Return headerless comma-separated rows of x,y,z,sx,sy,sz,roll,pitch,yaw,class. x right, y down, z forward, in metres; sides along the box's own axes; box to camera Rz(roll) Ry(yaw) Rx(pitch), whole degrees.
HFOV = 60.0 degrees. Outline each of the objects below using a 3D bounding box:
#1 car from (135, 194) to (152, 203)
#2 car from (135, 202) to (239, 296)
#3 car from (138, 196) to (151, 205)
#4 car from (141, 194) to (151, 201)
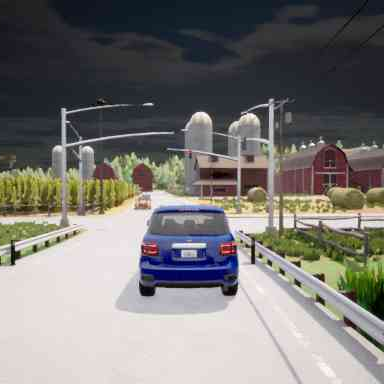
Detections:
-6.374,1.345,43.553,2.097,1.767,4.553,0,1,-7,car
-0.106,1.367,9.096,2.150,2.045,5.566,0,-2,-1,car
-7.910,1.363,55.798,1.994,1.385,4.181,0,1,-8,car
-9.619,1.120,69.810,1.994,1.385,4.181,0,1,-7,car
